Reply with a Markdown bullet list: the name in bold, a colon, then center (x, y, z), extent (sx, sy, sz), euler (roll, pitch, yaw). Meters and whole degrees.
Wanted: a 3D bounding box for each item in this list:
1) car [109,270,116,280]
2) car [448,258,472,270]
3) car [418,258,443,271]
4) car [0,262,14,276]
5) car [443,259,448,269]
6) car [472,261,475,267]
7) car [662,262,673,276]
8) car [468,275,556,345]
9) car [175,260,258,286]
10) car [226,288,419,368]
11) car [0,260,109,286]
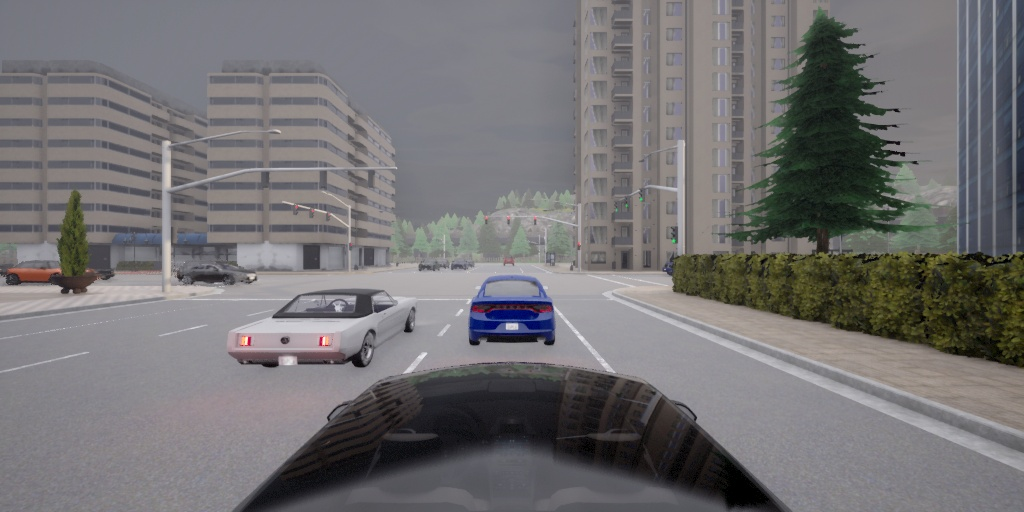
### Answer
- **car**: center (-34.500, 1.351, 28.299), extent (4.718, 1.301, 1.895), euler (0, 0, 0)
- **car**: center (-7.547, 1.102, 52.124), extent (2.097, 1.767, 4.553), euler (0, 0, 0)
- **car**: center (-11.012, 1.102, 47.905), extent (2.097, 1.767, 4.553), euler (0, 0, 0)
- **car**: center (-52.893, 1.314, 35.531), extent (4.181, 1.385, 1.994), euler (0, 0, -1)
- **car**: center (-11.083, 1.255, 56.990), extent (1.837, 1.490, 4.892), euler (0, 0, 0)
- **car**: center (-7.610, 1.297, 62.565), extent (2.033, 1.411, 5.357), euler (0, 0, 1)
- **car**: center (17.892, 0.971, 35.442), extent (5.566, 2.045, 2.150), euler (0, 0, 0)
- **car**: center (-0.004, 1.228, 9.495), extent (1.882, 1.535, 5.008), euler (0, 0, 0)
- **car**: center (-20.050, 1.242, 24.508), extent (4.902, 1.511, 2.128), euler (0, 0, 5)
- **car**: center (-3.496, 1.351, 7.829), extent (1.895, 1.301, 4.718), euler (0, 0, 0)
- **car**: center (-31.539, 1.102, 24.793), extent (4.553, 1.767, 2.097), euler (0, 0, 0)
